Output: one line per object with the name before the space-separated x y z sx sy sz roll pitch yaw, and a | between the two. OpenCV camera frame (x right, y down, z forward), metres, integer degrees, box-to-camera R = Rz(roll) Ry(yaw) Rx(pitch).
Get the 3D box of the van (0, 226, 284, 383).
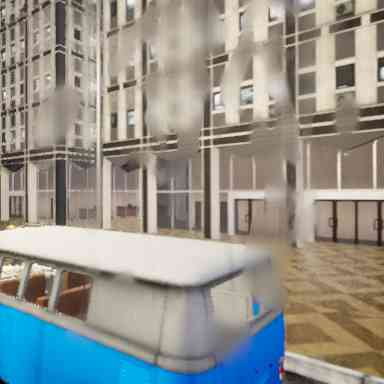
van | -1.031 1.347 3.614 3.998 1.788 1.690 0 0 36
